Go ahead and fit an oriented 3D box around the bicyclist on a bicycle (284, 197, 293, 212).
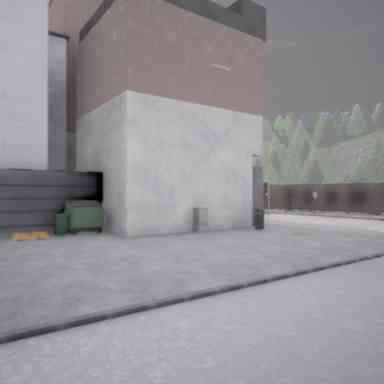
[{"bbox_3d":[10.739,1.393,36.960,1.656,1.620,0.582,0,0,-35],"label":"bicyclist on a bicycle"}]
